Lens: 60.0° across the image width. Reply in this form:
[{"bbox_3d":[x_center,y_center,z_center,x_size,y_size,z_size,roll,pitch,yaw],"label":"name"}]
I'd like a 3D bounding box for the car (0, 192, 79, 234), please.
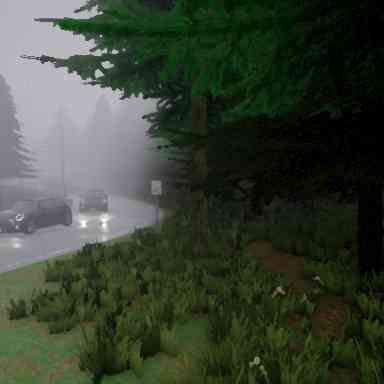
[{"bbox_3d":[-8.505,1.137,17.855,2.097,1.767,4.553,0,2,15],"label":"car"}]

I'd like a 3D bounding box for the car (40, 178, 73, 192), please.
[{"bbox_3d":[-18.493,-0.953,45.360,4.892,1.490,1.837,6,4,38],"label":"car"}]

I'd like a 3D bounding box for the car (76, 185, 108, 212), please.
[{"bbox_3d":[-8.119,0.588,27.702,2.097,1.767,4.553,0,4,-14],"label":"car"}]

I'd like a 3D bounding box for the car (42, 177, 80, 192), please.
[{"bbox_3d":[-14.581,-0.622,38.292,5.566,2.045,2.150,6,4,38],"label":"car"}]

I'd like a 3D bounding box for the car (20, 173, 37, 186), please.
[{"bbox_3d":[-25.830,-2.129,52.412,2.150,2.045,5.566,0,5,-30],"label":"car"}]
